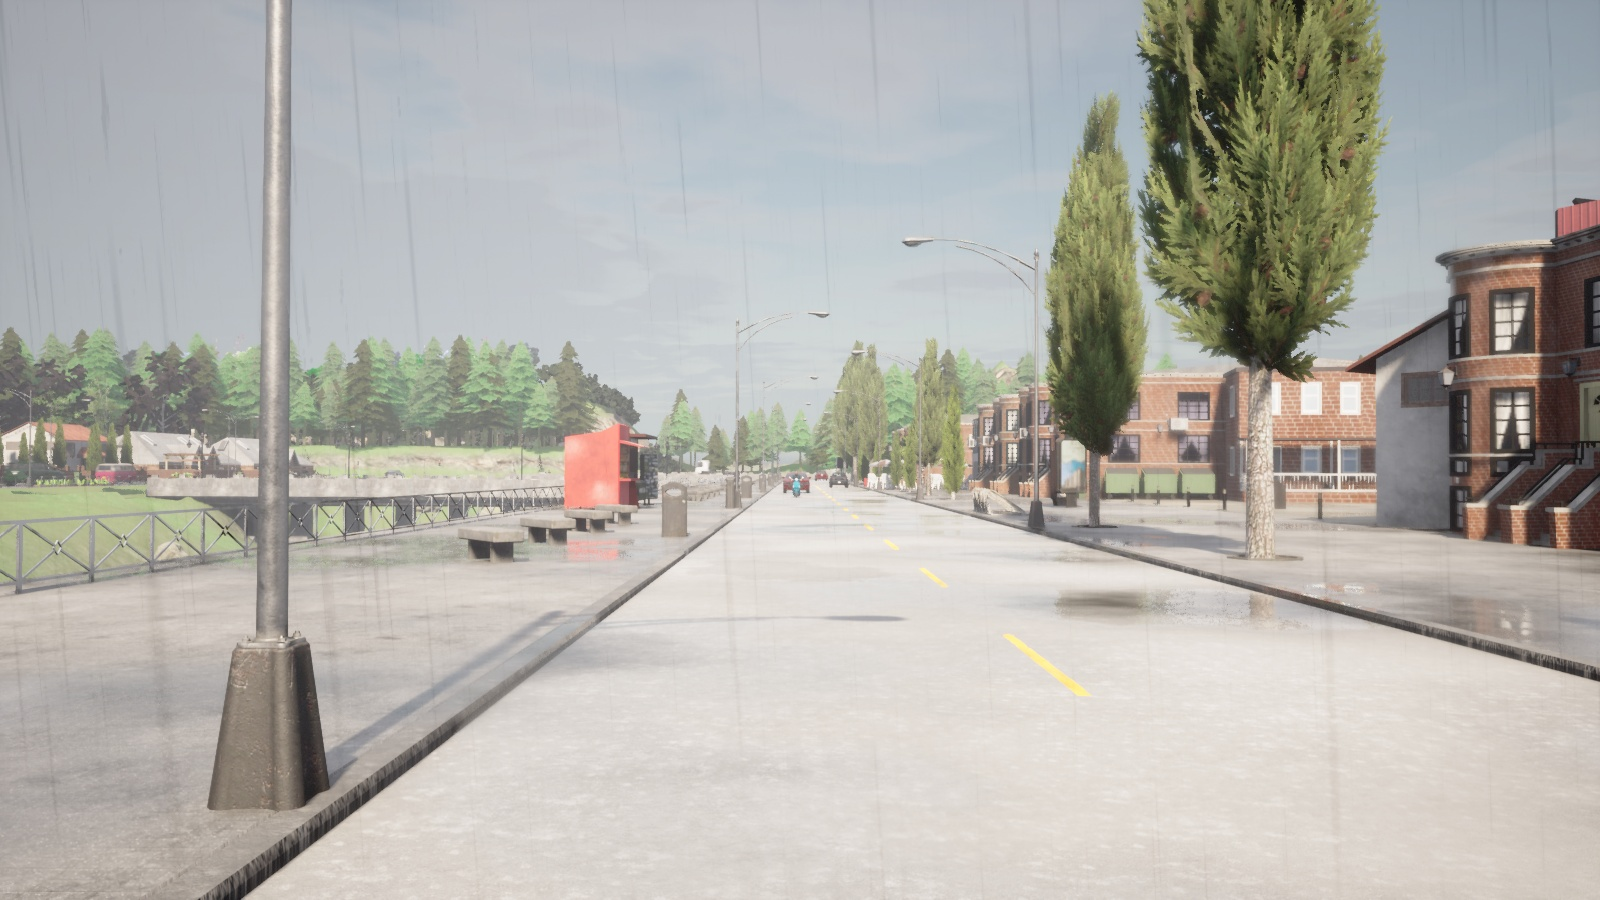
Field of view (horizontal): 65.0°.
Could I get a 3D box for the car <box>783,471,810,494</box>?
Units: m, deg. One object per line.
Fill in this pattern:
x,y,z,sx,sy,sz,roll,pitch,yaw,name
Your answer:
-0.232,2.282,88.898,1.882,1.535,5.008,0,-1,0,car
